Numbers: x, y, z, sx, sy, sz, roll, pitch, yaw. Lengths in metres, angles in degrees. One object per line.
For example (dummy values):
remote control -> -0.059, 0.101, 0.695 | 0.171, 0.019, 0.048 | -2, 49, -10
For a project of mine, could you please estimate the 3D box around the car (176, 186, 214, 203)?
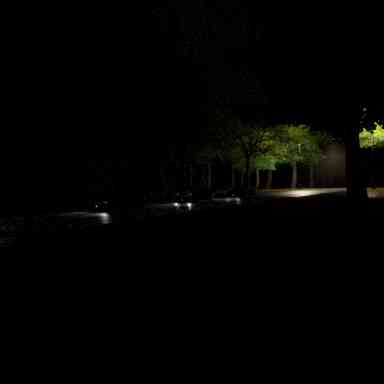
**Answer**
car -> 0.336, 0.148, 35.083 | 2.097, 1.767, 4.553 | -1, 2, 38

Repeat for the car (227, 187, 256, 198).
car -> 6.377, 0.018, 42.900 | 1.895, 1.301, 4.718 | -1, 2, 38

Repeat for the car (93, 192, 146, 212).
car -> -5.801, 0.718, 27.119 | 1.812, 1.442, 4.674 | -1, 2, 39
